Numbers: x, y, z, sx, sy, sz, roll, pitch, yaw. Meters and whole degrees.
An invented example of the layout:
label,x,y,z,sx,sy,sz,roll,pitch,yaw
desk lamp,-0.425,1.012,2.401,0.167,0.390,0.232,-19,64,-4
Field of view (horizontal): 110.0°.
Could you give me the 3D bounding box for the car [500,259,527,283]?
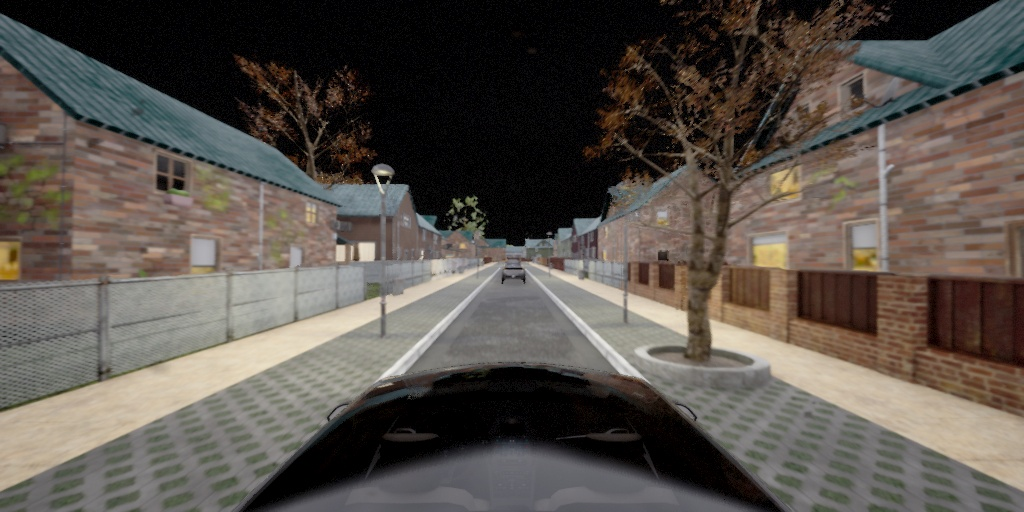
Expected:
label,x,y,z,sx,sy,sz,roll,pitch,yaw
car,0.117,1.255,27.989,2.128,1.511,4.902,0,0,0
